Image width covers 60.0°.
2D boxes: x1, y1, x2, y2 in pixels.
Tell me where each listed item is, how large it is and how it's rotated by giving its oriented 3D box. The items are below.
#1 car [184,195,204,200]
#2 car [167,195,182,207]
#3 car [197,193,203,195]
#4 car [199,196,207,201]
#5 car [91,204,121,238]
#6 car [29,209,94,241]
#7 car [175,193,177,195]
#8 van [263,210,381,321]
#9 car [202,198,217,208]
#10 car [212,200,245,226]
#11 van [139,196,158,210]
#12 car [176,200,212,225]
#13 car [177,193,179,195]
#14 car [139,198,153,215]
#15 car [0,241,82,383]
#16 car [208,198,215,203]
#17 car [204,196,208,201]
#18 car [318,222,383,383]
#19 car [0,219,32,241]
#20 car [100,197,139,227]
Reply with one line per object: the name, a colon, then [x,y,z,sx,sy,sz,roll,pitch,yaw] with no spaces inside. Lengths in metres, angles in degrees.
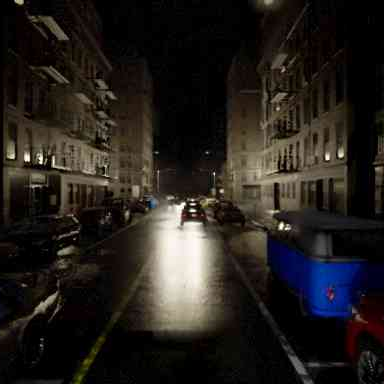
car: [0.090,1.497,41.998,2.128,1.511,4.902,0,0,0]
car: [-2.772,1.574,52.402,1.994,1.385,4.181,0,0,0]
car: [2.623,1.565,77.125,2.008,1.369,4.403,0,0,0]
car: [2.622,1.597,82.806,1.802,1.307,4.206,0,0,0]
car: [-5.400,1.568,17.809,1.947,1.339,4.313,0,0,0]
car: [-5.400,1.553,12.402,2.008,1.369,4.403,0,0,0]
car: [-5.403,1.540,82.633,1.752,1.417,4.829,0,0,0]
van: [2.679,1.342,7.000,1.690,1.788,3.998,0,0,0]
car: [2.630,1.560,50.249,2.008,1.369,4.403,0,0,0]
car: [2.661,1.529,23.388,1.752,1.417,4.829,0,0,0]
van: [-5.398,1.347,39.434,1.690,1.788,3.998,0,0,0]
car: [0.099,1.551,24.016,2.033,1.411,5.357,0,0,0]
car: [-5.405,1.581,94.166,1.947,1.339,4.313,0,0,0]
car: [-5.399,1.587,34.027,1.802,1.307,4.206,0,0,0]
car: [-2.848,1.548,2.814,2.033,1.411,5.357,0,0,0]
car: [2.655,1.445,28.624,1.967,1.590,4.097,0,0,0]
car: [2.636,1.533,45.012,1.752,1.417,4.829,0,0,0]
car: [2.685,1.315,1.593,2.192,1.841,5.009,0,0,0]
car: [-5.400,1.526,6.827,1.752,1.417,4.829,0,0,0]
car: [-5.399,1.318,23.215,2.192,1.841,5.009,0,0,0]
